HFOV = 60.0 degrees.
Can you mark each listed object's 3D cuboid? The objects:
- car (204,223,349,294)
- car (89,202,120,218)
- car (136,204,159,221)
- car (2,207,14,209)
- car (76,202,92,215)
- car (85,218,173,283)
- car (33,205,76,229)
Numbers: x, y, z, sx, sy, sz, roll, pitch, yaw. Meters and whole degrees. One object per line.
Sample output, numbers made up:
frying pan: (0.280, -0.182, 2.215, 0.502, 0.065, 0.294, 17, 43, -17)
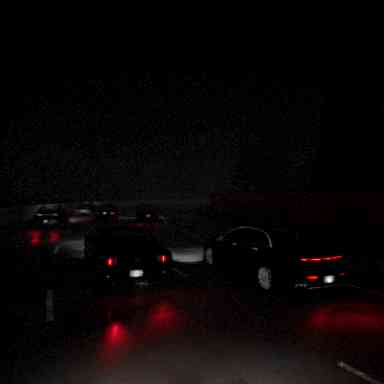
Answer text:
car: (1.973, 1.627, 9.316, 1.837, 1.490, 4.892, 0, -1, -23)
car: (-7.598, 1.836, 30.003, 2.033, 1.411, 5.357, 0, -1, -9)
car: (-4.030, 1.842, 30.176, 1.812, 1.442, 4.674, 0, -1, -9)
car: (-18.509, 1.578, 31.579, 2.097, 1.767, 4.553, 1, -1, -7)
car: (-11.884, 1.841, 38.011, 2.128, 1.511, 4.902, 0, -1, -4)
car: (-2.174, 1.702, 10.143, 1.895, 1.301, 4.718, 1, -1, -22)
car: (-9.864, 1.690, 23.618, 2.128, 1.511, 4.902, 1, -1, -13)
